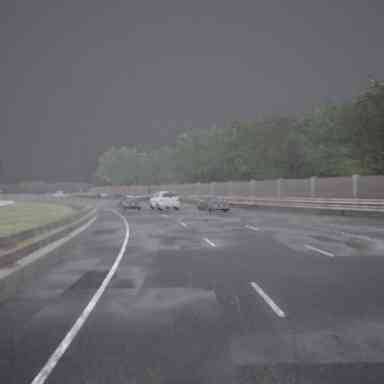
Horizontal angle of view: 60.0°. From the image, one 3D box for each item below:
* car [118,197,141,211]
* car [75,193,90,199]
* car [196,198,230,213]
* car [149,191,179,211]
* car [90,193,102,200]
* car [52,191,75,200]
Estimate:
[{"bbox_3d":[-6.786,1.290,35.907,2.033,1.411,5.357,-1,1,-20],"label":"car"},{"bbox_3d":[-24.410,0.926,71.052,1.882,1.535,5.008,-1,1,-43],"label":"car"},{"bbox_3d":[1.917,1.247,32.093,2.033,1.411,5.357,-1,1,-17],"label":"car"},{"bbox_3d":[-3.062,0.934,35.924,2.150,2.045,5.566,-1,1,-20],"label":"car"},{"bbox_3d":[-21.592,0.907,73.191,1.837,1.490,4.892,-1,1,-40],"label":"car"},{"bbox_3d":[-27.022,0.719,68.716,2.150,2.045,5.566,-1,1,-43],"label":"car"}]
